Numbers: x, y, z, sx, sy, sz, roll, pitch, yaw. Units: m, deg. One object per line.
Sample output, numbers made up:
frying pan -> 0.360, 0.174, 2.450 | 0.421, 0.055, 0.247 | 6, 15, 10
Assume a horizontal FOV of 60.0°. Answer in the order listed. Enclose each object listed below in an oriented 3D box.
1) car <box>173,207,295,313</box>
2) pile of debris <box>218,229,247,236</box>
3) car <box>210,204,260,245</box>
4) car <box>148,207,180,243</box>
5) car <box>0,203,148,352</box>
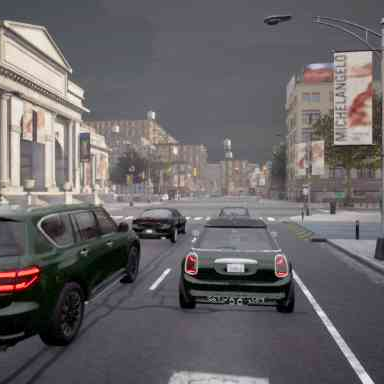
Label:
car -> 1.015, 1.352, 7.930 | 2.097, 1.767, 4.553 | 0, 0, 7
pile of debris -> 2.206, 2.175, 18.015 | 1.500, 0.140, 1.860 | 0, 0, 8
car -> 2.149, 1.489, 16.779 | 2.128, 1.511, 4.902 | 0, 0, 7
car -> -1.447, 1.478, 16.237 | 1.882, 1.535, 5.008 | 0, 0, 8
car -> -2.665, 1.222, 6.562 | 2.150, 2.045, 5.566 | 0, 0, 6
